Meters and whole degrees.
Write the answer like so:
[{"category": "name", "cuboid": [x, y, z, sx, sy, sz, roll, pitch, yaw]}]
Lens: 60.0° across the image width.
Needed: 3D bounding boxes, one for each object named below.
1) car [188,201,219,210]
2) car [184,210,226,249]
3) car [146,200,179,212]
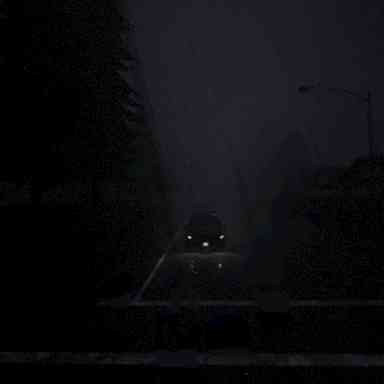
[{"category": "car", "cuboid": [0.927, 1.744, 27.226, 2.150, 2.045, 5.566, -1, -1, 1]}, {"category": "car", "cuboid": [0.643, 1.873, 16.714, 2.033, 1.411, 5.357, -1, -1, 1]}, {"category": "car", "cuboid": [-4.418, 2.399, 51.778, 4.902, 1.511, 2.128, -1, -1, 10]}]
